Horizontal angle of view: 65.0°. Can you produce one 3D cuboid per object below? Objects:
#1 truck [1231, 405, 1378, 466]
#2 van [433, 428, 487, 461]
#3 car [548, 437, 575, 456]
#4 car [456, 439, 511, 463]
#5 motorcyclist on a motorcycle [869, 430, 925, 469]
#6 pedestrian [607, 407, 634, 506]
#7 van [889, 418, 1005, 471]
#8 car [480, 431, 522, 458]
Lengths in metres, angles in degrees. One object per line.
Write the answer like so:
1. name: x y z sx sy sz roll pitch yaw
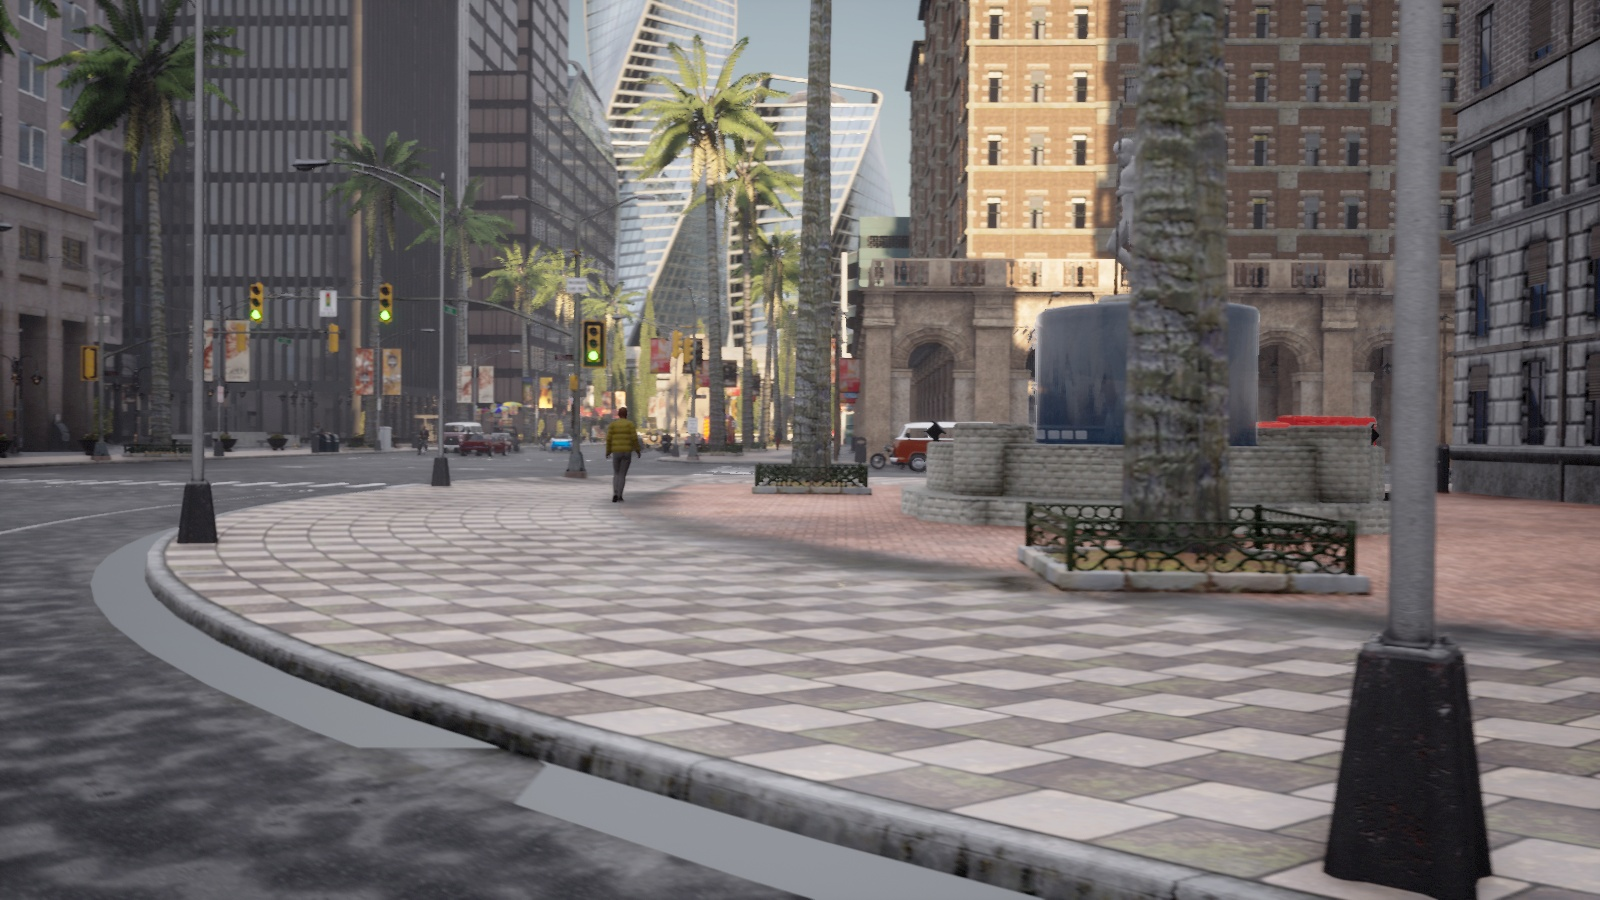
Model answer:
1. truck: 21.329 -0.613 53.268 5.204 2.467 2.627 0 1 2
2. van: -21.787 -0.388 80.670 2.069 2.038 4.480 0 1 2
3. car: -17.723 -0.254 93.466 1.481 1.376 2.207 0 0 3
4. car: -18.577 0.048 73.922 1.895 1.301 4.718 0 1 2
5. motorcyclist on a motorcycle: 4.139 -0.039 53.876 2.350 1.649 0.766 -1 1 2
6. pedestrian: -3.365 0.116 23.607 0.370 1.835 0.726 0 1 1
7. van: 5.851 -0.236 50.394 4.480 2.038 2.069 0 1 2
8. car: -21.388 -0.436 89.833 1.905 1.878 3.866 0 1 3
